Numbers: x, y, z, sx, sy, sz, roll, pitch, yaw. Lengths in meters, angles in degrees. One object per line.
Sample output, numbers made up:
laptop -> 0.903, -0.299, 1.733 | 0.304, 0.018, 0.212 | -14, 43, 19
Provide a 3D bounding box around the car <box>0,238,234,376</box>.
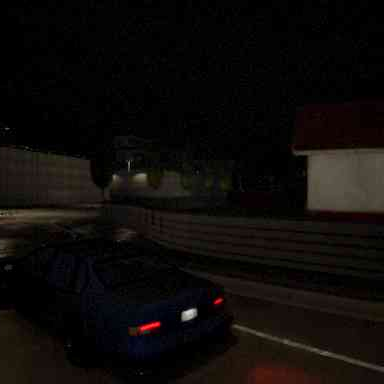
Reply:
car -> -1.843, 1.548, 5.826 | 5.357, 1.411, 2.033 | 0, 0, 44
